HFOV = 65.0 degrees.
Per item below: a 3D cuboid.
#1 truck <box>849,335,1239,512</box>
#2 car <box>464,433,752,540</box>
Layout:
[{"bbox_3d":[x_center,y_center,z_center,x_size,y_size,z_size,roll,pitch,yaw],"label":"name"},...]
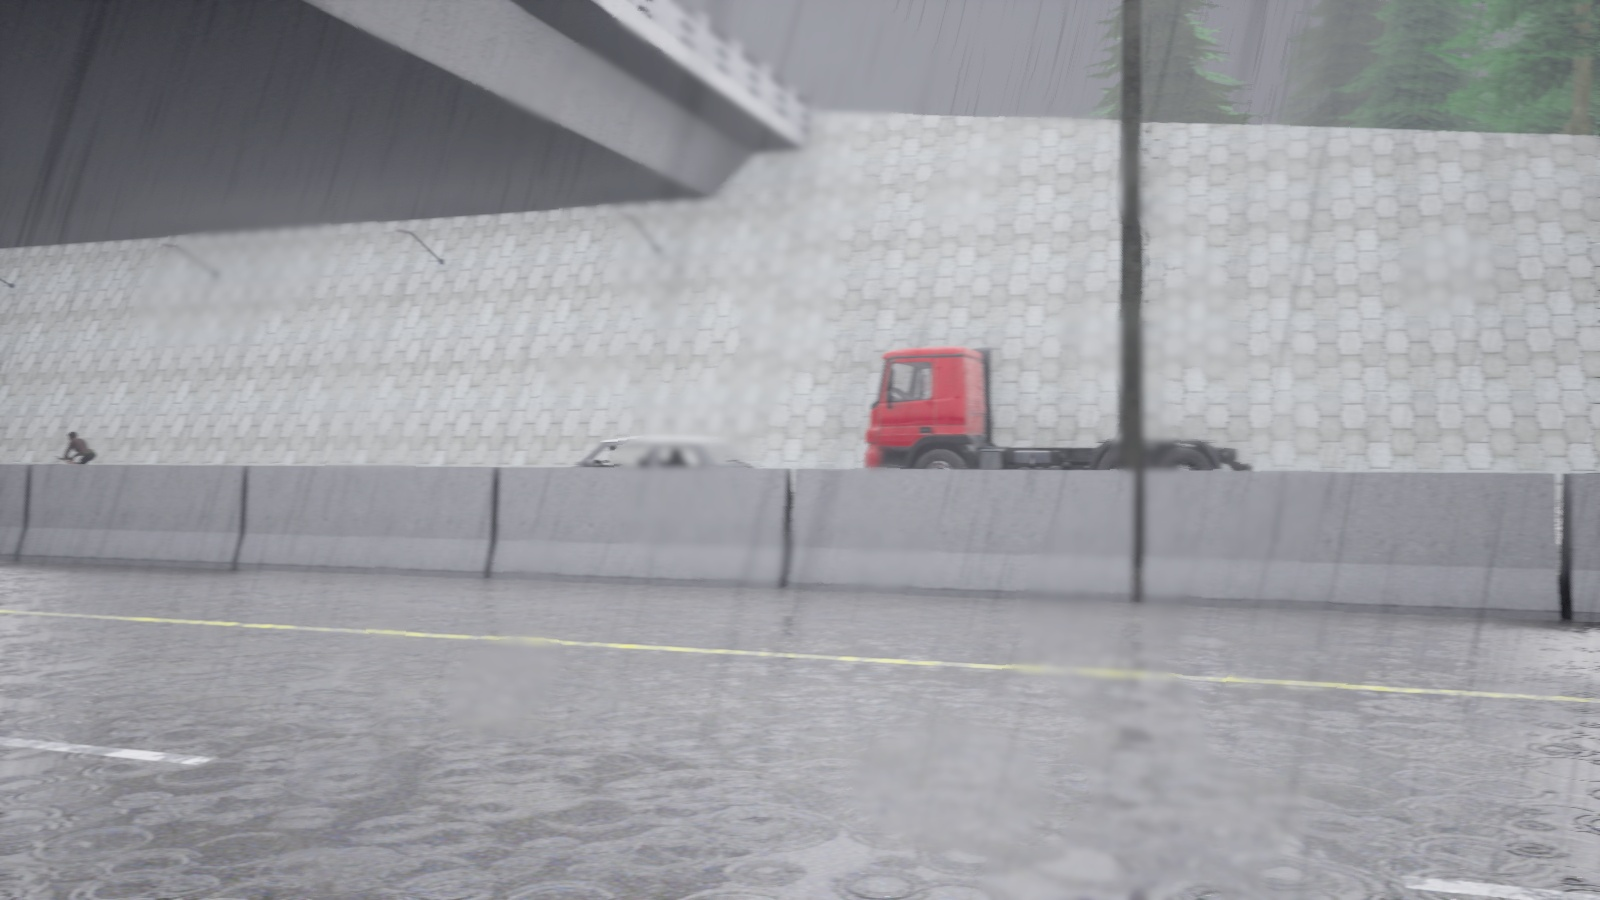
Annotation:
[{"bbox_3d":[5.296,-0.568,27.244,7.936,3.462,2.891,0,1,19],"label":"truck"},{"bbox_3d":[-2.861,0.486,18.924,3.806,1.475,1.970,0,1,19],"label":"car"}]
